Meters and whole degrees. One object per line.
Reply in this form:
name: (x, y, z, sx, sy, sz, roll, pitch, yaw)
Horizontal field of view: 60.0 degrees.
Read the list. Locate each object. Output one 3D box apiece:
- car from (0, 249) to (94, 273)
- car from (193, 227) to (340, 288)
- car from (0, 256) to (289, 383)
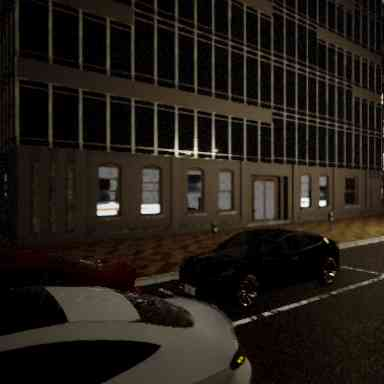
car: (-2.898, 1.544, 4.490, 4.507, 1.381, 1.887, 0, 0, -36)
car: (1.736, 1.543, 7.797, 4.313, 1.339, 1.947, 0, 0, -36)
car: (-1.620, 1.526, 2.238, 4.674, 1.442, 1.812, 0, 0, -35)
